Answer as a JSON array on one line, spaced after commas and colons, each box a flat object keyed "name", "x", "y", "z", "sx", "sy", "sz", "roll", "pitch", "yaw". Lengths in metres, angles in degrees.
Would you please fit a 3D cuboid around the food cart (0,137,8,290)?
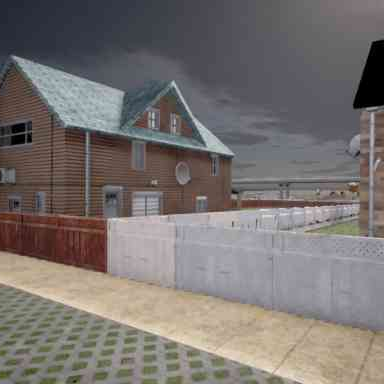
[{"name": "food cart", "x": -6.932, "y": 0.463, "z": 8.266, "sx": 4.660, "sy": 3.560, "sz": 2.280, "roll": 1, "pitch": 0, "yaw": 36}]
